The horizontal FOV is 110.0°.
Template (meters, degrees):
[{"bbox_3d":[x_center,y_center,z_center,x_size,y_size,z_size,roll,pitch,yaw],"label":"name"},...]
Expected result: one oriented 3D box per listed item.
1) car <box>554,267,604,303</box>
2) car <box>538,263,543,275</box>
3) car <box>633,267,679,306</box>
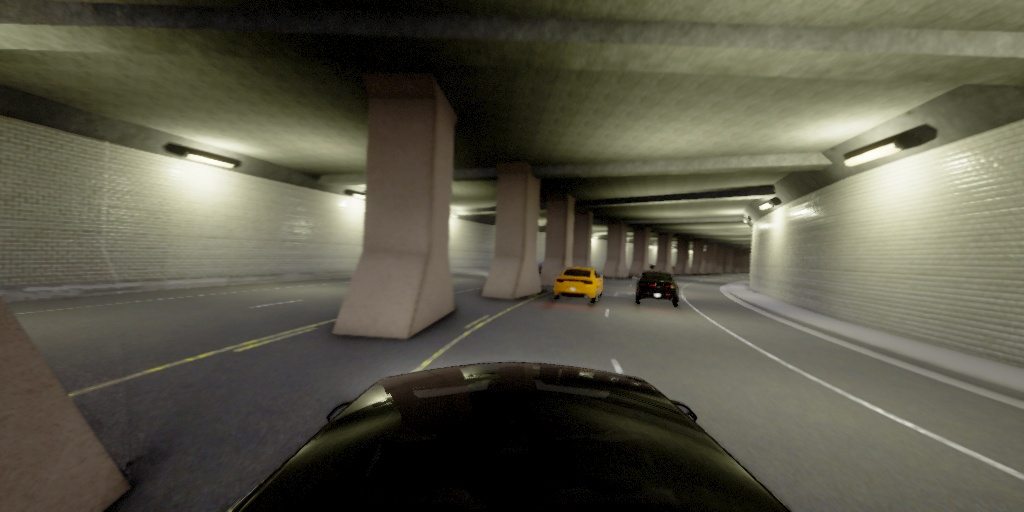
[{"bbox_3d":[3.402,1.297,17.765,1.882,1.535,5.008,3,0,19],"label":"car"},{"bbox_3d":[3.071,1.258,34.625,2.033,1.411,5.357,3,0,29],"label":"car"},{"bbox_3d":[7.165,1.499,17.963,1.837,1.490,4.892,2,0,19],"label":"car"}]
